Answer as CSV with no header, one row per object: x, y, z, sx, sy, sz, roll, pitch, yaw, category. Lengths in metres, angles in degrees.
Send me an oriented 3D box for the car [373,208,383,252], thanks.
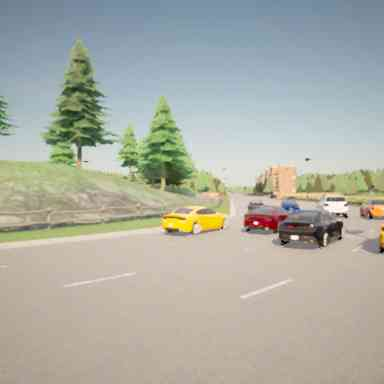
8.776,1.502,13.236,1.882,1.535,5.008,0,0,37,car

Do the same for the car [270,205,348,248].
5.554,1.558,15.160,1.837,1.490,4.892,0,0,37,car

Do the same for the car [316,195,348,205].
13.215,1.319,31.649,2.150,2.045,5.566,0,0,13,car

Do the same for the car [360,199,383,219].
16.485,1.420,29.645,2.097,1.767,4.553,0,0,16,car

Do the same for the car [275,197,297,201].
10.592,1.616,36.657,1.882,1.535,5.008,0,0,10,car

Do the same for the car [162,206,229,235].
0.344,1.584,19.738,1.882,1.535,5.008,0,0,37,car

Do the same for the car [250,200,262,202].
7.223,1.655,37.658,2.128,1.511,4.902,0,0,9,car

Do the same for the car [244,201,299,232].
4.835,1.562,20.319,1.882,1.535,5.008,0,0,32,car
